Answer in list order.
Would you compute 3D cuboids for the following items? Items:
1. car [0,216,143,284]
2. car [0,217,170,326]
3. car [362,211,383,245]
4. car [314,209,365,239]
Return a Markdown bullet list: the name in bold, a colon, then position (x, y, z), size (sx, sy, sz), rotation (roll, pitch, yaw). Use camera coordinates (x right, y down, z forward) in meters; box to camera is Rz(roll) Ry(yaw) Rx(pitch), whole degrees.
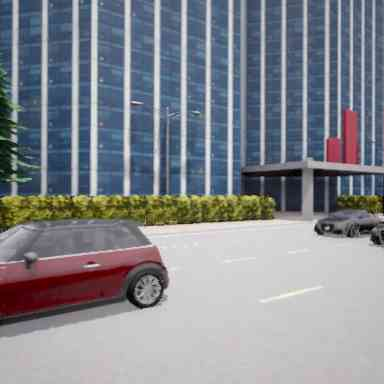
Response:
- **car**: position (-4.293, 1.556, 9.572), size (5.357, 1.411, 2.033), rotation (0, 0, -32)
- **car**: position (-2.760, 1.359, 6.365), size (4.553, 1.767, 2.097), rotation (0, 0, -34)
- **car**: position (9.669, 1.644, 14.489), size (4.181, 1.385, 1.994), rotation (0, 0, -33)
- **car**: position (8.518, 1.648, 17.917), size (4.181, 1.385, 1.994), rotation (0, 0, -33)
